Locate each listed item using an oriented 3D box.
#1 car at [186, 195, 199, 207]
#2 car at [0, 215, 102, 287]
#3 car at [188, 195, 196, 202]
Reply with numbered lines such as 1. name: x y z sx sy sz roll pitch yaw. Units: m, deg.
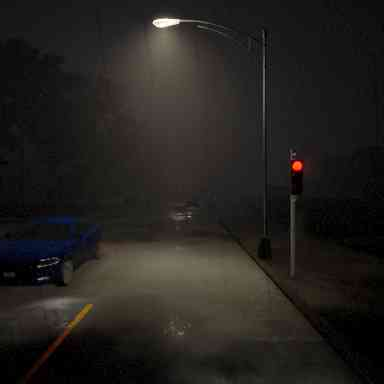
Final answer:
1. car: 0.051 1.547 51.431 2.033 1.411 5.357 0 0 0
2. car: -3.944 1.478 9.520 1.882 1.535 5.008 1 0 -2
3. car: -0.083 1.524 77.750 1.812 1.442 4.674 0 0 0
